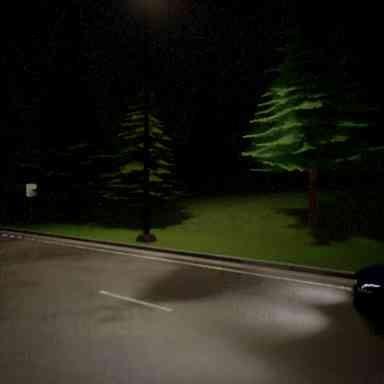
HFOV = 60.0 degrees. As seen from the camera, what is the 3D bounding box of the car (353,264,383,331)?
[{"bbox_3d":[4.912,1.527,4.787,4.674,1.442,1.812,0,0,36],"label":"car"}]
